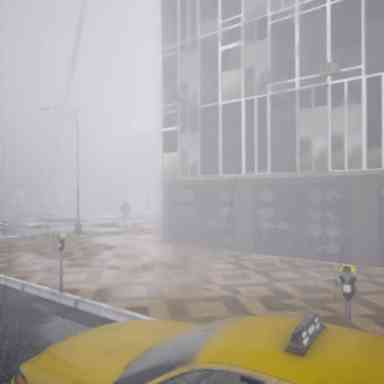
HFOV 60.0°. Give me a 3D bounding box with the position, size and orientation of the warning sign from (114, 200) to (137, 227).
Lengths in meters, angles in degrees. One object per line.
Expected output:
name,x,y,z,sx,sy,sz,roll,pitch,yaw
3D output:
warning sign,-4.838,1.547,24.262,1.300,1.860,1.060,1,1,33

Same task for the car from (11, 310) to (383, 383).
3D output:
car,0.534,1.530,2.338,4.829,1.417,1.752,0,0,36
